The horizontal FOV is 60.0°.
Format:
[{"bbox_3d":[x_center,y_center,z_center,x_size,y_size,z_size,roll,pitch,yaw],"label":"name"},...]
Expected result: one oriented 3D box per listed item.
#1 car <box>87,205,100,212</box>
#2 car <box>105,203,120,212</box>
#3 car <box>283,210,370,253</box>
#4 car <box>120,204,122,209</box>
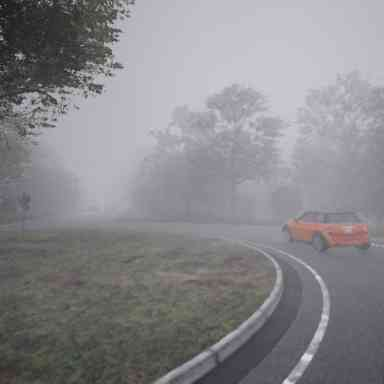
[{"bbox_3d":[-19.207,3.224,65.110,1.994,1.385,4.181,-1,-1,-8],"label":"car"},{"bbox_3d":[-15.431,3.072,63.585,2.128,1.511,4.902,-1,-1,-9],"label":"car"},{"bbox_3d":[5.886,1.595,15.209,2.097,1.767,4.553,-1,-1,-8],"label":"car"},{"bbox_3d":[-17.739,3.292,78.814,2.128,1.511,4.902,-1,-1,-9],"label":"car"}]
